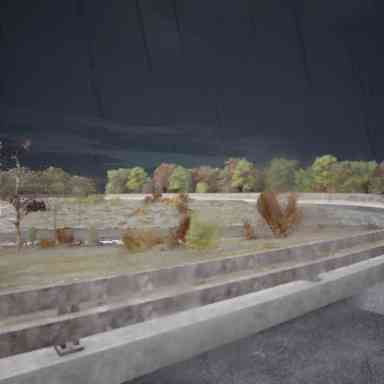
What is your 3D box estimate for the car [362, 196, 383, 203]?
[{"bbox_3d":[44.648,1.996,81.801,1.812,1.442,4.674,0,-1,0],"label":"car"}]
